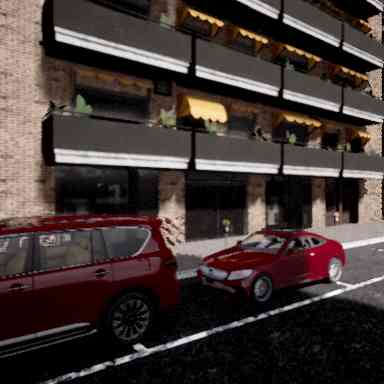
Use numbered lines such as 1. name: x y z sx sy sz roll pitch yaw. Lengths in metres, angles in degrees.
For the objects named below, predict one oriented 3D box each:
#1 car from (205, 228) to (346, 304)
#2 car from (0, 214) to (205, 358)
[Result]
1. car: 2.076 1.566 8.041 4.206 1.307 1.802 0 0 -36
2. car: -2.512 1.314 4.766 5.009 1.841 2.192 0 0 -36
